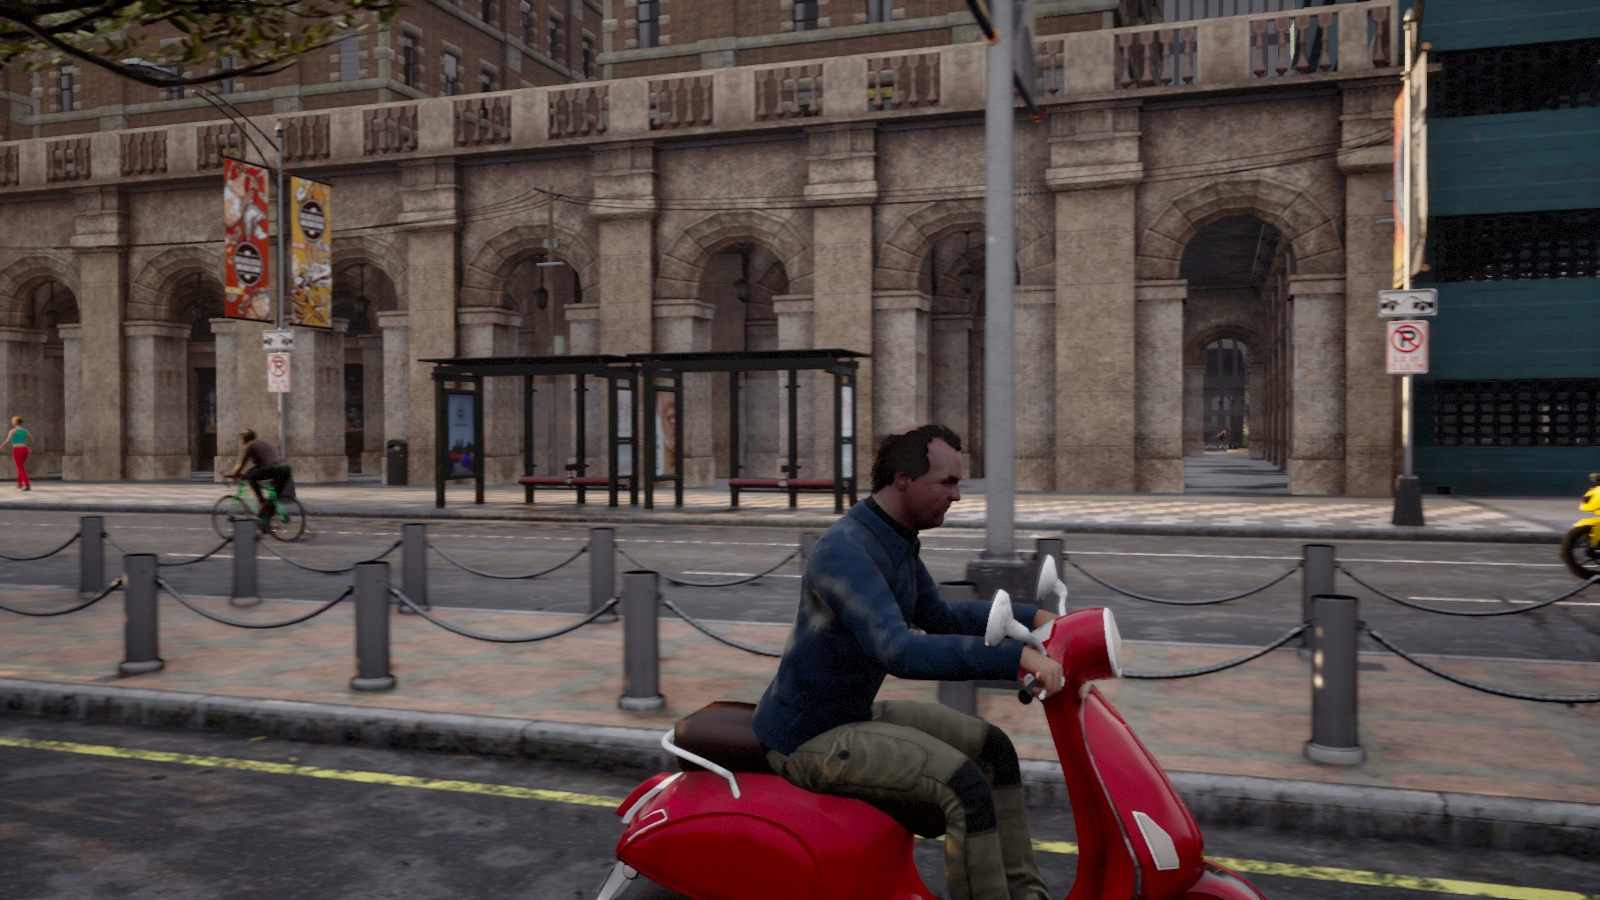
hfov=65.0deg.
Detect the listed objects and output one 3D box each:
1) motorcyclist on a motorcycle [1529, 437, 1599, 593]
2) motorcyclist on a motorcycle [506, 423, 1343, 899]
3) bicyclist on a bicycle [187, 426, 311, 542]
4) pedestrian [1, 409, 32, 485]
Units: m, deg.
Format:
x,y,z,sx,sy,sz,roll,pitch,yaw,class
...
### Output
x,y,z,sx,sy,sz,roll,pitch,yaw,class
8.500,0.640,12.465,2.044,1.523,0.797,1,1,19,motorcyclist on a motorcycle
0.303,0.732,3.091,1.817,1.590,0.866,1,1,19,motorcyclist on a motorcycle
-7.894,0.465,17.980,1.656,1.620,0.582,0,1,19,bicyclist on a bicycle
-19.087,-0.072,30.605,0.594,1.836,0.345,1,1,20,pedestrian
